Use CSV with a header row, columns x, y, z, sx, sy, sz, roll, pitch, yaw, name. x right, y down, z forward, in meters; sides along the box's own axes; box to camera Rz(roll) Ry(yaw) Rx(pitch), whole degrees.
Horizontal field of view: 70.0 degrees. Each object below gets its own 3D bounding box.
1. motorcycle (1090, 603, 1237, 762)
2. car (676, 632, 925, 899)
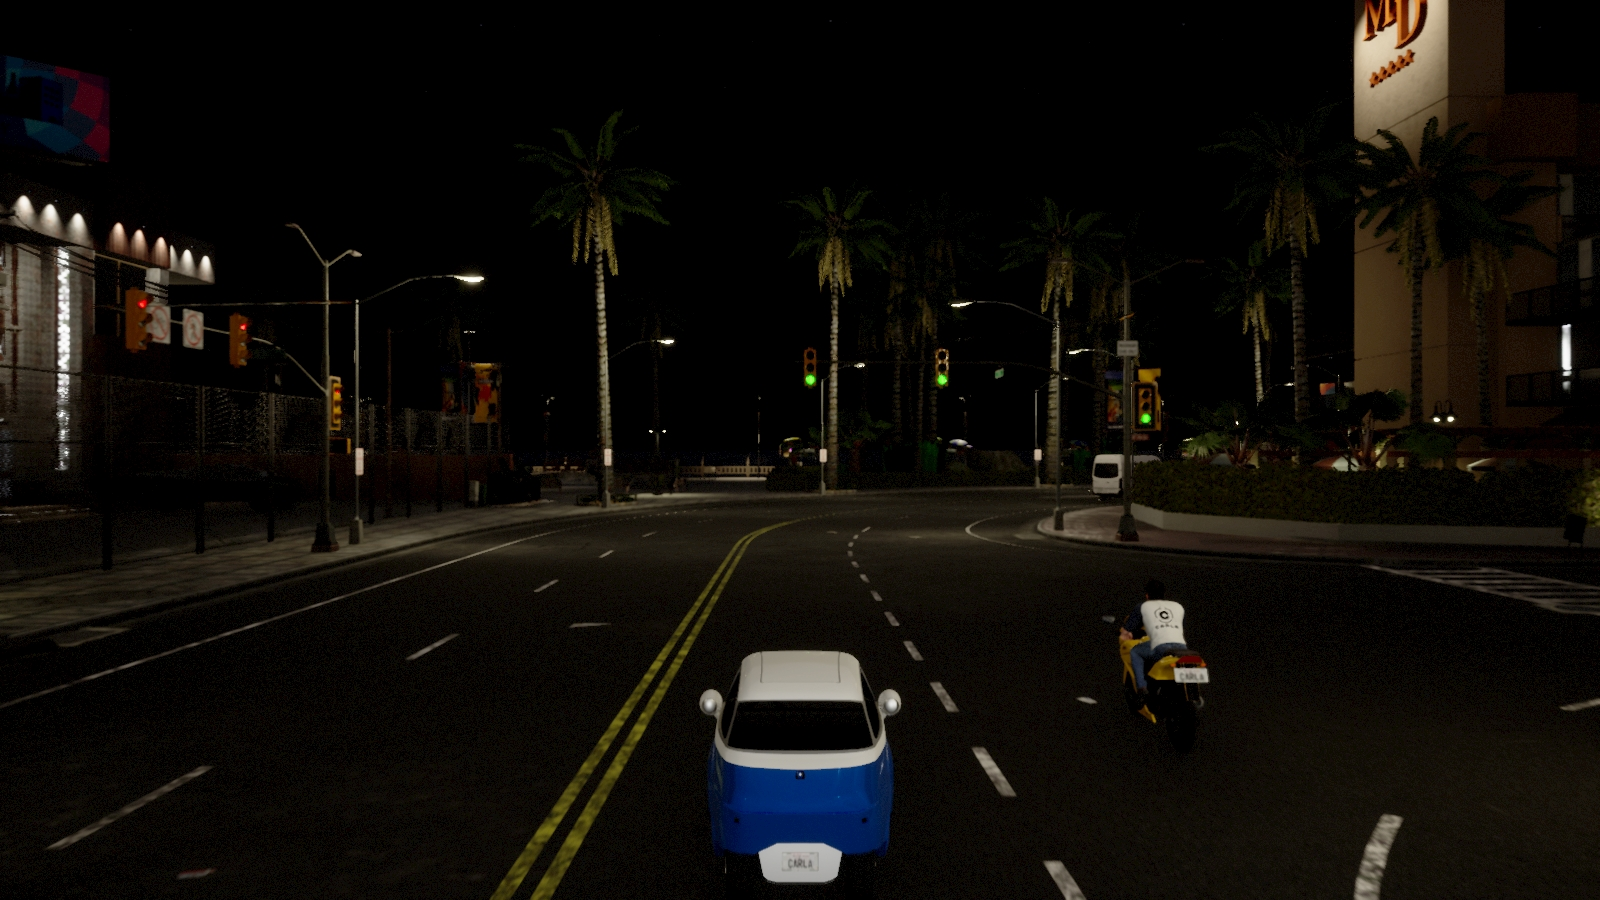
x,y,z,sx,sy,sz,roll,pitch,yaw,name
3.505,2.215,11.218,0.803,1.145,2.033,0,0,0,motorcycle
0.003,2.122,7.886,1.481,1.376,2.207,0,0,0,car
